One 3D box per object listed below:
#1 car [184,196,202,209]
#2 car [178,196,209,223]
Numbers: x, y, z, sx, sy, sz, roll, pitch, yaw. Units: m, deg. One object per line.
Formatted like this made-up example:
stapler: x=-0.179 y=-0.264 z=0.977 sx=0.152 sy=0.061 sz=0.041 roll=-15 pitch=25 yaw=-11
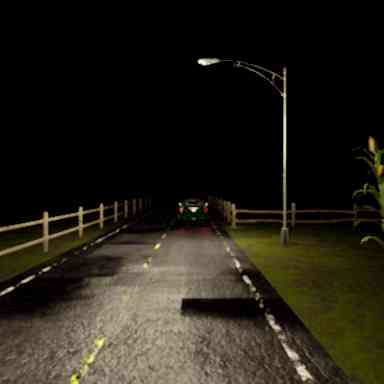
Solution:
car: x=0.110 y=1.250 z=41.272 sx=2.128 sy=1.511 sz=4.902 roll=0 pitch=0 yaw=0
car: x=0.105 y=1.211 z=24.104 sx=2.097 sy=1.767 sz=4.553 roll=0 pitch=0 yaw=0
